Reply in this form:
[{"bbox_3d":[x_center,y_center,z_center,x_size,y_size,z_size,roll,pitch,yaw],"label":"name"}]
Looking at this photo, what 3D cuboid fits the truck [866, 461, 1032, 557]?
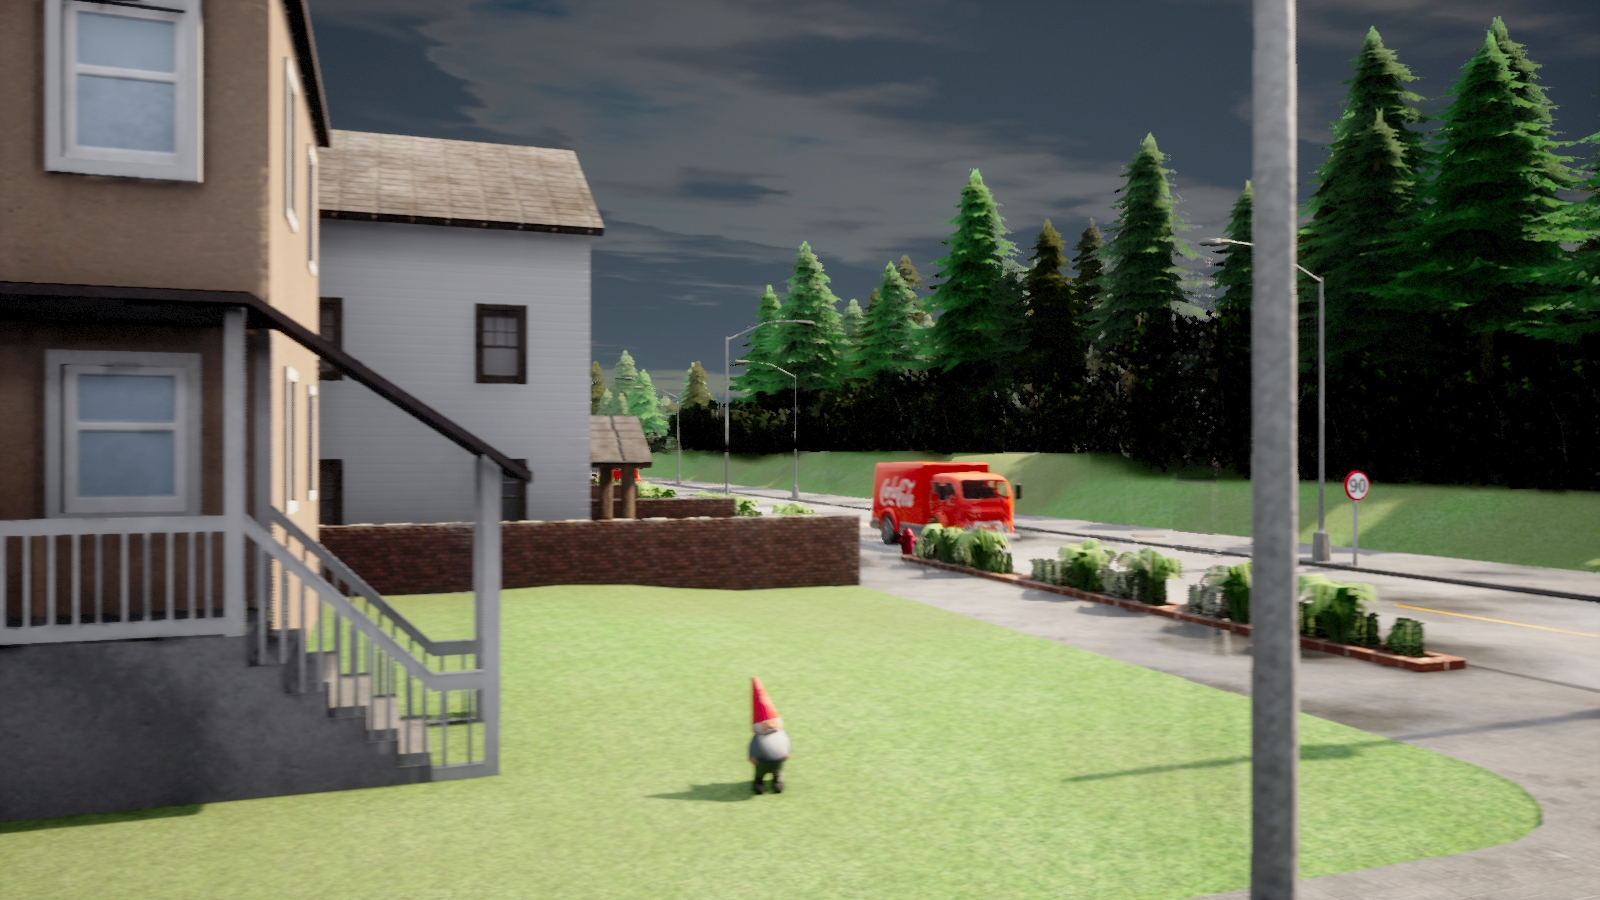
[{"bbox_3d":[4.110,1.570,32.707,2.627,2.467,5.204,0,0,-20],"label":"truck"}]
